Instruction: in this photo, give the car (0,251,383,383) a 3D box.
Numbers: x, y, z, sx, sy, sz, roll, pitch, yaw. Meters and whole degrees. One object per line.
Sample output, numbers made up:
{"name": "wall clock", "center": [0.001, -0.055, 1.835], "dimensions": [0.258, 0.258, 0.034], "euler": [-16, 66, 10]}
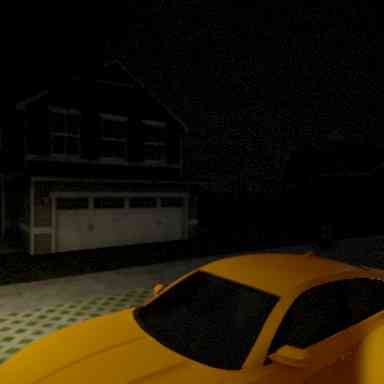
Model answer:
{"name": "car", "center": [0.715, 1.467, 3.450], "dimensions": [5.008, 1.535, 1.882], "euler": [0, 0, -35]}
